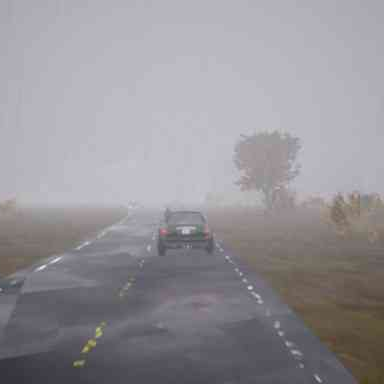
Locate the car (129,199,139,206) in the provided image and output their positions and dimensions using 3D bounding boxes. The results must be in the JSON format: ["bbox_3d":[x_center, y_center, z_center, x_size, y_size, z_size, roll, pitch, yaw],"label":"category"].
[{"bbox_3d":[-12.376,2.187,70.559,1.882,1.535,5.008,0,-1,-15],"label":"car"}]

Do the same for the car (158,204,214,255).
[{"bbox_3d":[-0.320,1.487,14.208,2.097,1.767,4.553,0,-1,-3],"label":"car"}]

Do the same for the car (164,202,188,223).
[{"bbox_3d":[-1.542,1.764,29.638,1.882,1.535,5.008,0,0,-6],"label":"car"}]
